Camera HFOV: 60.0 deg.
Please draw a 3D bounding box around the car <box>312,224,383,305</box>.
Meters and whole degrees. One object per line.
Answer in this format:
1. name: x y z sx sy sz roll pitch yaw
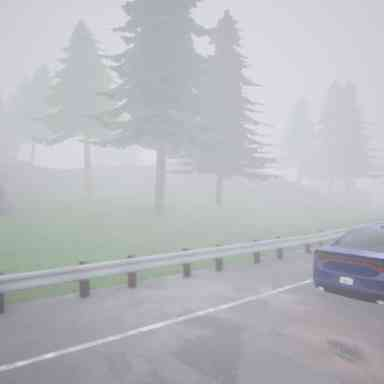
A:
1. car: 4.805 1.494 7.795 5.008 1.535 1.882 0 0 -39
